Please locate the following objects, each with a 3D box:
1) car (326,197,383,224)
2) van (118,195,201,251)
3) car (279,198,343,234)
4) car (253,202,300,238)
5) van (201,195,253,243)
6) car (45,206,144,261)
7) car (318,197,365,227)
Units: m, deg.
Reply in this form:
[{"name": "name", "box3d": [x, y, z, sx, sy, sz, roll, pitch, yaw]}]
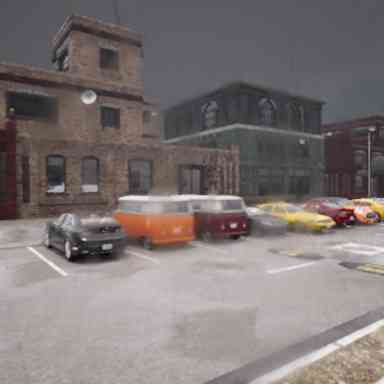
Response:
[{"name": "car", "box3d": [9.570, 1.144, 21.880, 2.185, 1.767, 4.553, -1, 0, -35]}, {"name": "van", "box3d": [-1.801, 1.164, 13.890, 1.878, 1.987, 4.442, -1, 0, -35]}, {"name": "car", "box3d": [5.168, 1.315, 18.480, 1.946, 1.575, 5.366, -1, 0, -35]}, {"name": "car", "box3d": [2.795, 1.383, 17.022, 2.002, 1.452, 4.674, -1, 0, -35]}, {"name": "van", "box3d": [0.463, 1.141, 15.501, 1.878, 1.987, 4.442, -1, 0, -35]}, {"name": "car", "box3d": [-3.993, 1.414, 12.179, 2.231, 1.521, 4.892, -1, 0, -35]}, {"name": "car", "box3d": [7.328, 1.294, 20.239, 2.097, 1.535, 5.008, -1, 0, -35]}]
